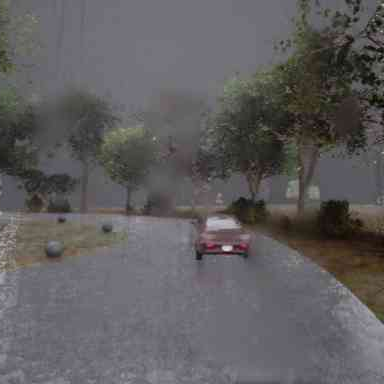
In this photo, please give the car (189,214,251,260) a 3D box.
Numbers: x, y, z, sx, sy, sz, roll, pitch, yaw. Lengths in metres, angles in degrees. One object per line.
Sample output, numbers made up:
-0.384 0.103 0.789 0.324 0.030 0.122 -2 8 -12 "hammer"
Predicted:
0.932 1.526 12.366 1.812 1.442 4.674 1 0 -3 "car"
